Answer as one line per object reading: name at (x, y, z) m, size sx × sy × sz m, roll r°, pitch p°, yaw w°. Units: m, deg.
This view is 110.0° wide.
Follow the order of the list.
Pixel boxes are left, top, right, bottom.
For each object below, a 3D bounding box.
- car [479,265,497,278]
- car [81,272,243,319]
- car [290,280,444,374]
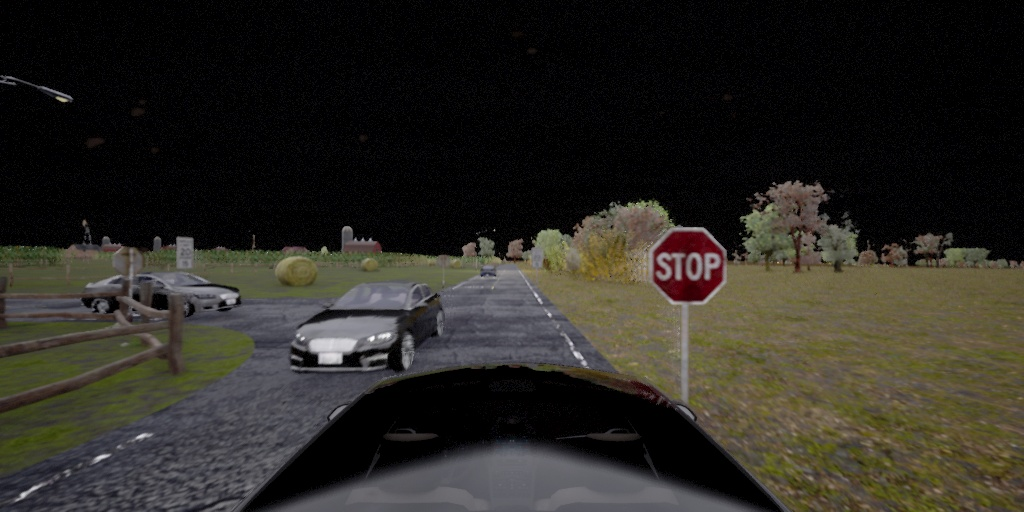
car at (-2.761, 1.802, 42.660) m, size 2.033 × 1.411 × 5.357 m, roll 0°, pitch -1°, yaw 0°
car at (-12.281, 1.317, 12.750) m, size 4.902 × 1.511 × 2.128 m, roll 0°, pitch 0°, yaw 4°
car at (-2.752, 1.316, 7.885) m, size 2.128 × 1.511 × 4.902 m, roll 0°, pitch -1°, yaw 0°
